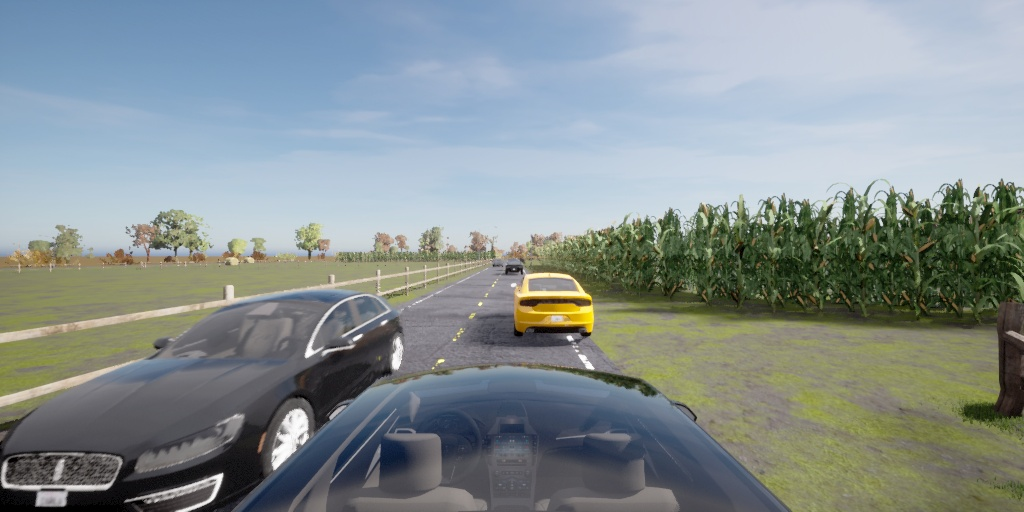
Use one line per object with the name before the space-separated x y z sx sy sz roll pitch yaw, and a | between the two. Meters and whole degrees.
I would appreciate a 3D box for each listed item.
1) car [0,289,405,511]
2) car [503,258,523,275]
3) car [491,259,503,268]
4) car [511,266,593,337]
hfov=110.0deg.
car | -2.842 1.254 4.647 1.837 1.490 4.892 0 0 0
car | 0.254 1.228 39.550 1.882 1.535 5.008 0 0 1
car | -2.471 1.257 61.669 1.837 1.490 4.892 0 0 0
car | 1.000 1.227 10.363 1.882 1.535 5.008 0 0 0
